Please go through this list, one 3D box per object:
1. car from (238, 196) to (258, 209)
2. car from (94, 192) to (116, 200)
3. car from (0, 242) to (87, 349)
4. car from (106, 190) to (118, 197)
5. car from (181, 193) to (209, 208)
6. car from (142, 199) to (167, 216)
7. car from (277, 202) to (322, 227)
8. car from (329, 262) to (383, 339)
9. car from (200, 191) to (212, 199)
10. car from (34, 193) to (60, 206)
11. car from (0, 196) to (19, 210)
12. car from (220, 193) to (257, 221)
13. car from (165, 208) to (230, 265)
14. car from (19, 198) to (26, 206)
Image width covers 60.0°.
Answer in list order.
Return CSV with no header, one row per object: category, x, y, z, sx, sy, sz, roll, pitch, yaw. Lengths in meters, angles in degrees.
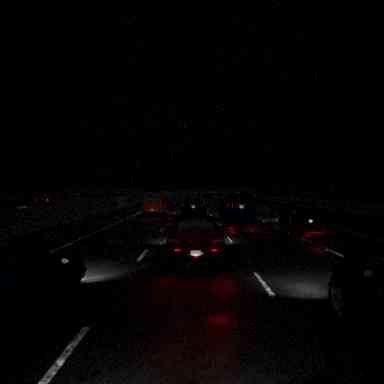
car,7.106,1.275,42.723,1.812,1.442,4.674,0,1,0
car,-14.043,1.186,52.625,2.033,1.411,5.357,0,1,1
car,-3.399,1.547,5.416,2.033,1.411,5.357,0,0,0
car,-17.485,0.595,71.309,2.150,2.045,5.566,0,1,0
car,0.106,1.227,29.028,2.097,1.767,4.553,0,0,0
car,-3.394,1.338,30.646,1.882,1.535,5.008,0,1,0
car,7.062,1.437,22.130,1.837,1.490,4.892,0,1,1
car,3.502,1.528,4.401,1.812,1.442,4.674,0,0,0
car,3.516,0.817,76.329,1.837,1.490,4.892,0,1,0
car,-21.053,1.038,48.370,2.097,1.767,4.553,0,1,0
car,-17.590,1.377,29.091,1.837,1.490,4.892,0,1,0
car,3.505,1.122,26.168,2.150,2.045,5.566,0,0,0
car,0.103,1.512,11.494,1.812,1.442,4.674,0,0,0
car,-24.564,1.271,44.891,2.033,1.411,5.357,0,1,0
